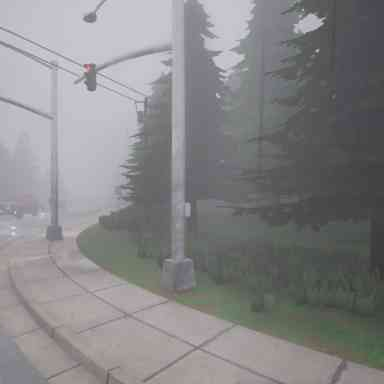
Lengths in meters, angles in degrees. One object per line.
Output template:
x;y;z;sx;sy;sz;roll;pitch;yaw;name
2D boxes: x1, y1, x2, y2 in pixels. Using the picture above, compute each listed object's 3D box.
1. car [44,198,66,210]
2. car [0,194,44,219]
-16.499;1.510;39.724;2.128;1.511;4.902;0;0;-5;car
-15.564;1.237;29.615;2.150;2.045;5.566;0;0;-5;car
